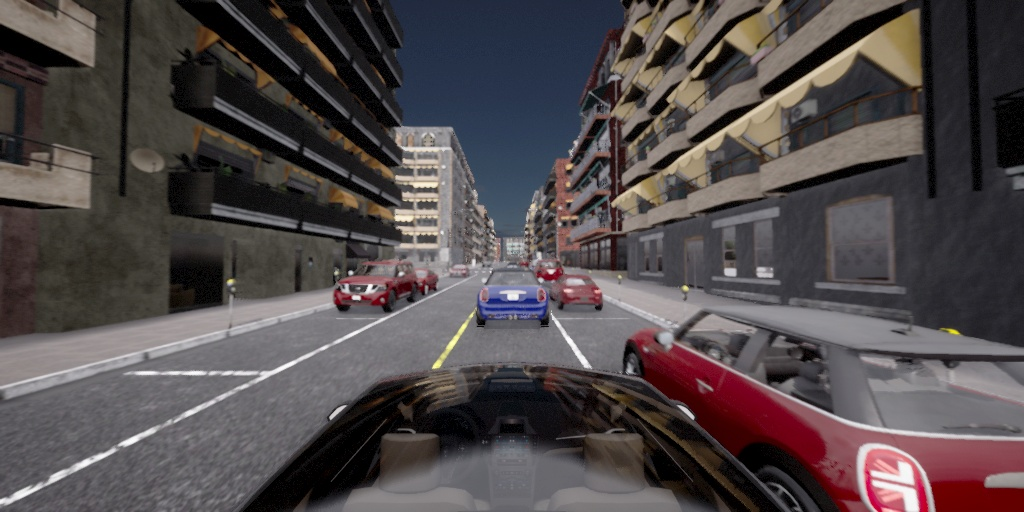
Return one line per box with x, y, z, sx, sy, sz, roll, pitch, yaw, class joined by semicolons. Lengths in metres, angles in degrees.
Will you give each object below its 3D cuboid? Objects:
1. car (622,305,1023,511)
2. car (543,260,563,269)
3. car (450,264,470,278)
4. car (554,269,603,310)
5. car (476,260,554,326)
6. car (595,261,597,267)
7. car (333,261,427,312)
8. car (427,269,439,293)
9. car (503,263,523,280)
2.534;1.198;3.609;1.967;1.591;4.097;0;0;0;car
2.531;1.173;25.733;2.192;1.841;5.009;0;0;0;car
-5.319;1.502;36.849;1.802;1.307;4.207;0;0;0;car
2.533;1.386;14.671;1.802;1.307;4.207;0;0;0;car
0.018;1.144;11.953;2.097;1.767;4.553;0;0;0;car
13.739;1.458;54.684;4.403;1.370;2.007;0;0;0;car
-5.316;1.118;14.725;2.192;1.841;5.009;0;0;0;car
-5.316;1.375;20.256;1.888;1.381;4.507;0;0;0;car
0.096;1.433;34.411;1.812;1.442;4.674;0;-1;0;car
